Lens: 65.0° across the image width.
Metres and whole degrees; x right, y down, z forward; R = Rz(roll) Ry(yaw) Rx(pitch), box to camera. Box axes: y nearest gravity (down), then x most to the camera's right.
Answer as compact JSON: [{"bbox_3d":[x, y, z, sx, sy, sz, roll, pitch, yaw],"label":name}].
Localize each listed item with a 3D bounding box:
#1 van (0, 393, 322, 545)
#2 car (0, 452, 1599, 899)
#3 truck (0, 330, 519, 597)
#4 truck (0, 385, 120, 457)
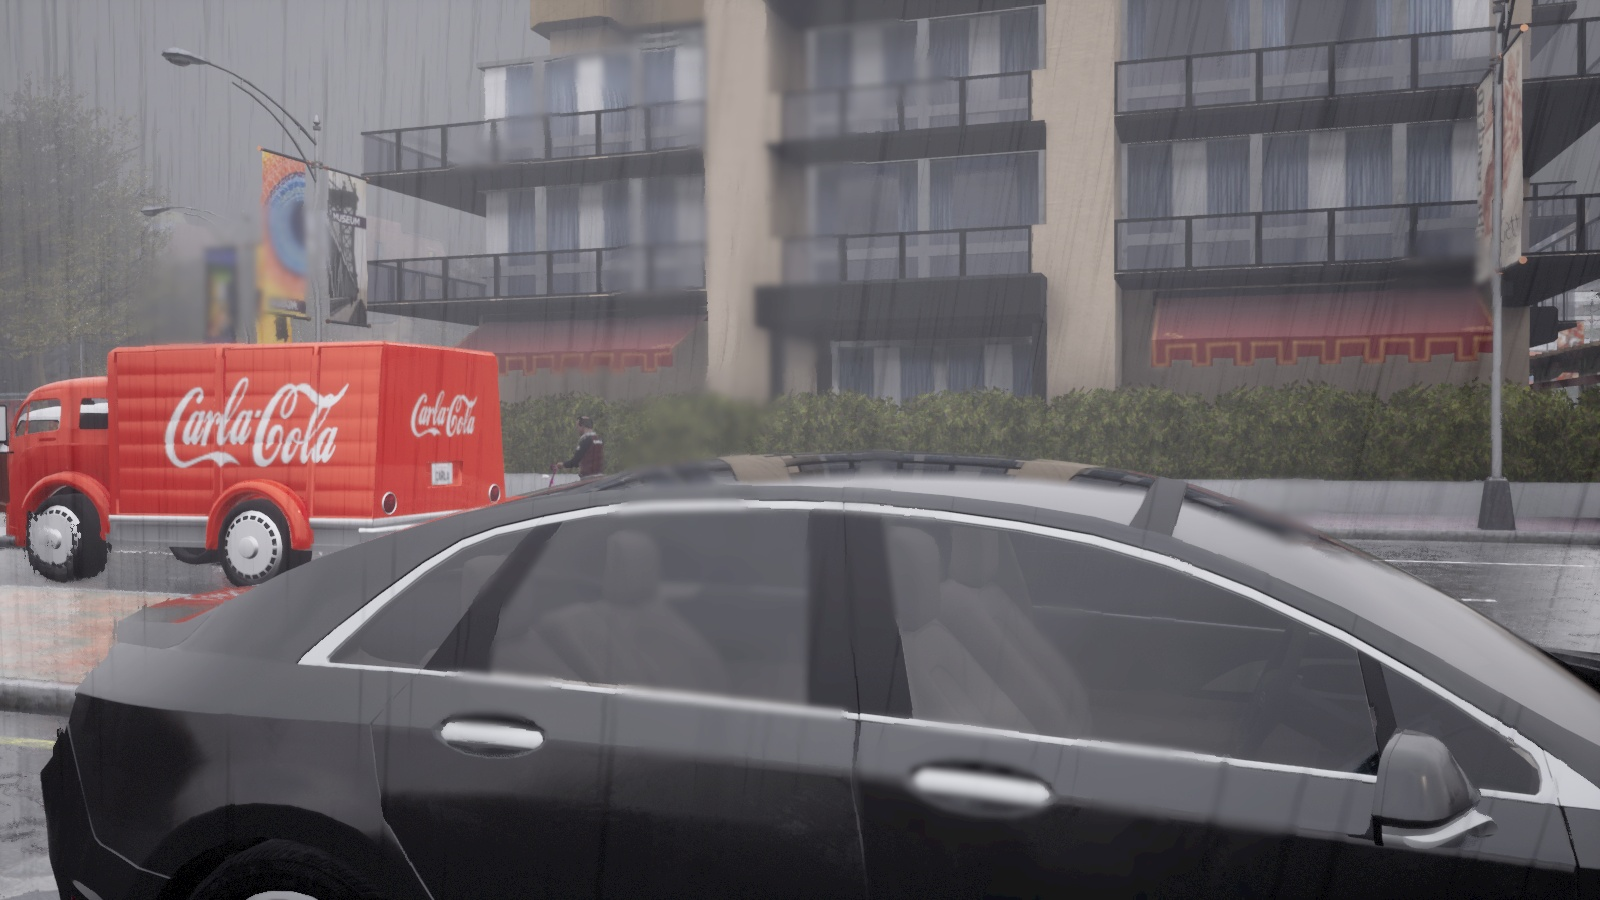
[{"bbox_3d":[-9.596,0.218,18.508,4.480,2.038,2.069,1,1,19],"label":"van"},{"bbox_3d":[0.540,0.785,3.011,4.892,1.490,1.837,1,1,19],"label":"car"},{"bbox_3d":[-6.037,0.095,13.652,5.204,2.467,2.627,0,1,19],"label":"truck"},{"bbox_3d":[-42.201,-1.612,69.671,8.468,3.827,2.891,1,1,19],"label":"truck"}]
